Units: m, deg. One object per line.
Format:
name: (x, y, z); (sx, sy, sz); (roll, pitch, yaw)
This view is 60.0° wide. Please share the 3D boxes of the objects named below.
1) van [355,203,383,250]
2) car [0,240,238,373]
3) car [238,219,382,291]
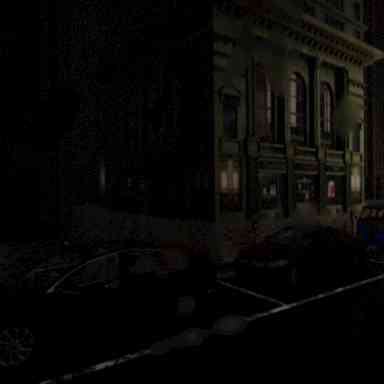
van: (7.576, 1.259, 12.083); (3.998, 1.788, 1.690); (0, 0, -36)
car: (-1.590, 1.539, 5.522); (4.403, 1.369, 2.008); (0, 0, -36)
car: (2.994, 1.535, 8.803); (4.206, 1.307, 1.802); (0, 0, -36)
